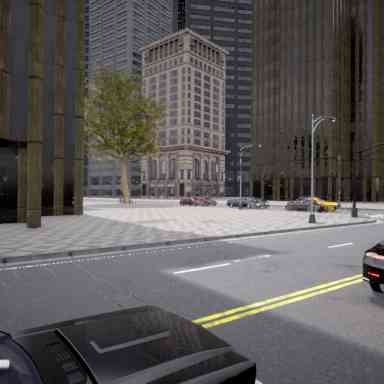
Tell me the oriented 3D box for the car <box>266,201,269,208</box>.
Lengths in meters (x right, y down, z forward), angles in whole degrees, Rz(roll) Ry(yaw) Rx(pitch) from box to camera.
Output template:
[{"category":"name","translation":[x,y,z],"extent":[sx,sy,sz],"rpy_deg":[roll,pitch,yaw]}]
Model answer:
[{"category":"car","translation":[8.414,1.477,45.945],"extent":[2.128,1.511,4.902],"rpy_deg":[1,0,-40]}]

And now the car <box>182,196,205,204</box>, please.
[{"category":"car","translation":[0.173,1.572,65.422],"extent":[1.812,1.442,4.674],"rpy_deg":[1,-1,-43]}]

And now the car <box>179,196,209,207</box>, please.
[{"category":"car","translation":[-0.027,1.476,50.839],"extent":[1.812,1.442,4.674],"rpy_deg":[1,0,-41]}]

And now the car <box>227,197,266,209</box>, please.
[{"category":"car","translation":[6.655,1.445,42.985],"extent":[2.128,1.511,4.902],"rpy_deg":[1,0,-40]}]

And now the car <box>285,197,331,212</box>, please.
[{"category":"car","translation":[12.245,1.517,36.038],"extent":[1.994,1.385,4.181],"rpy_deg":[1,0,-39]}]

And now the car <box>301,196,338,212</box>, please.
[{"category":"car","translation":[14.395,1.463,38.573],"extent":[1.882,1.535,5.008],"rpy_deg":[1,0,-38]}]

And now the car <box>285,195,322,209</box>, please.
[{"category":"car","translation":[15.818,1.404,47.503],"extent":[2.097,1.767,4.553],"rpy_deg":[1,0,-39]}]

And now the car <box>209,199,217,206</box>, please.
[{"category":"car","translation":[1.914,1.508,53.541],"extent":[1.812,1.442,4.674],"rpy_deg":[1,0,-41]}]

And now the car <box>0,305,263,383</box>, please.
[{"category":"car","translation":[-1.706,1.601,2.224],"extent":[4.718,1.301,1.895],"rpy_deg":[0,0,-36]}]

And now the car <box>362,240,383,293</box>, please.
[{"category":"car","translation":[5.816,1.492,7.584],"extent":[4.902,1.511,2.128],"rpy_deg":[0,0,-35]}]
